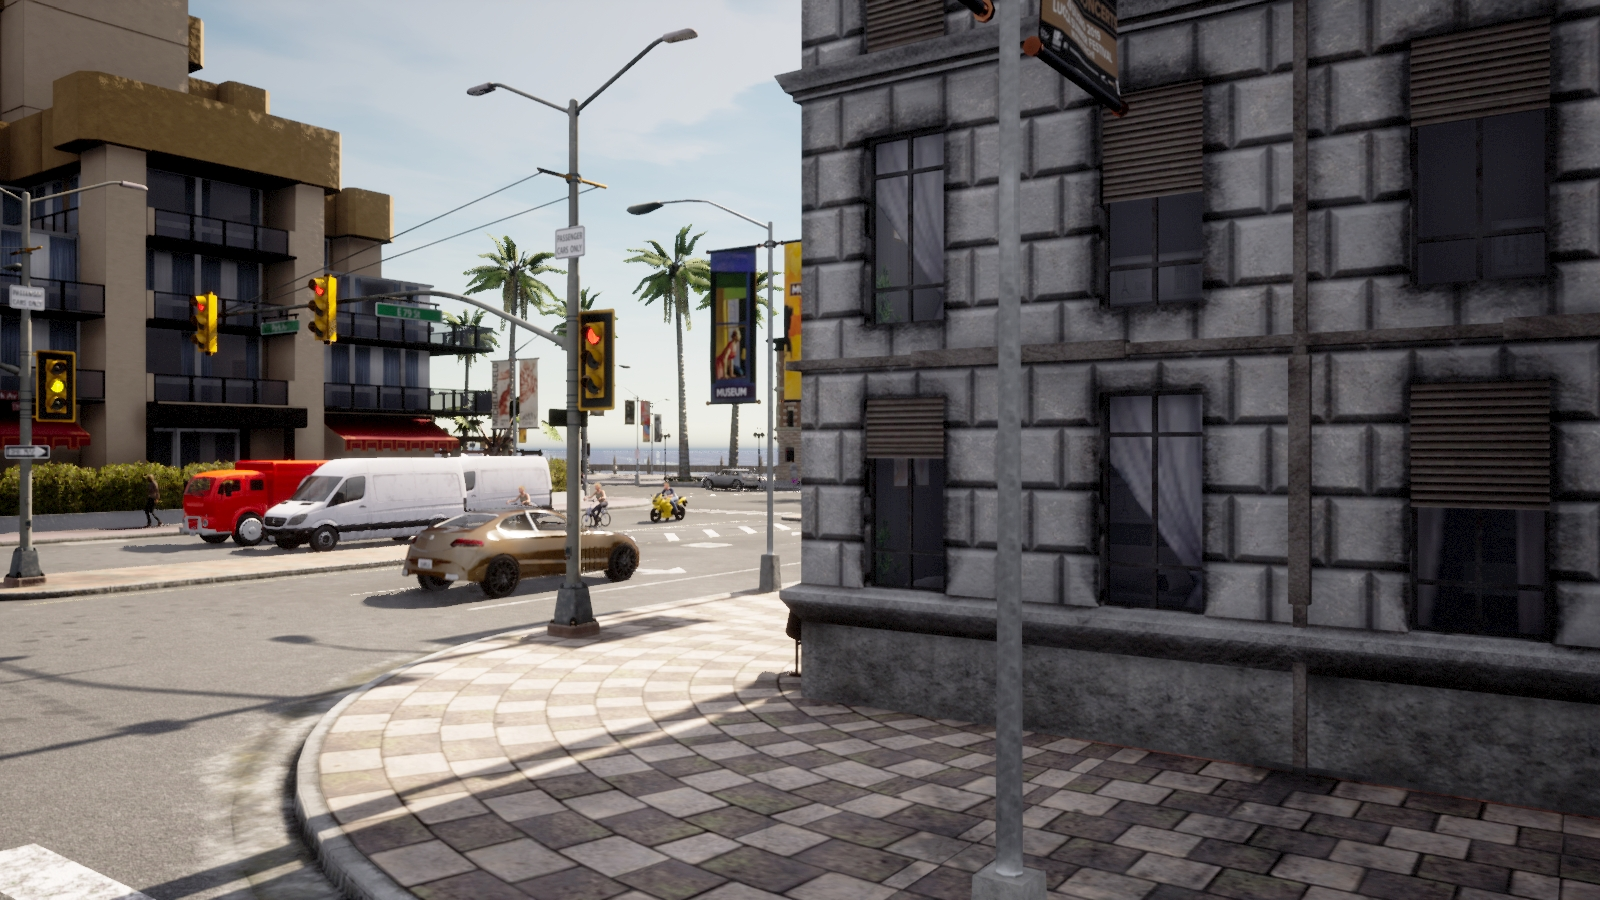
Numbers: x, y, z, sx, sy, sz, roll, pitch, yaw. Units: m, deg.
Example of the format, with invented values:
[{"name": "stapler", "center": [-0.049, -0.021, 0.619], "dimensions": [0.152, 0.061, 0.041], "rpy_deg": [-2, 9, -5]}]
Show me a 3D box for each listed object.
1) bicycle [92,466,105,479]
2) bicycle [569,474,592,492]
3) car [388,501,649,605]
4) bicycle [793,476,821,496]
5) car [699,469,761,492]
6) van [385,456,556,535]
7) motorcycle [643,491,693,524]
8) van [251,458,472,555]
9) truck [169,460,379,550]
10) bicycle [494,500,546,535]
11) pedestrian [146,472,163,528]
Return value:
[{"name": "bicycle", "center": [-66.876, 2.164, 108.948], "dimensions": [1.835, 1.171, 0.329], "rpy_deg": [0, 0, 36]}, {"name": "bicycle", "center": [-14.744, 2.188, 76.867], "dimensions": [1.835, 1.171, 0.329], "rpy_deg": [0, 0, 35]}, {"name": "car", "center": [-5.579, 1.983, 23.351], "dimensions": [2.152, 1.651, 5.027], "rpy_deg": [0, 0, 34]}, {"name": "bicycle", "center": [0.424, 2.194, 70.343], "dimensions": [1.835, 1.171, 0.329], "rpy_deg": [0, 0, 35]}, {"name": "car", "center": [-4.813, 2.045, 78.365], "dimensions": [3.806, 1.475, 1.970], "rpy_deg": [0, 0, 36]}, {"name": "van", "center": [-11.636, 1.521, 40.813], "dimensions": [1.988, 2.561, 5.915], "rpy_deg": [0, 0, 35]}, {"name": "motorcycle", "center": [-5.089, 2.201, 44.130], "dimensions": [0.803, 1.145, 2.033], "rpy_deg": [0, 0, 35]}, {"name": "van", "center": [-12.629, 1.522, 33.353], "dimensions": [1.988, 2.561, 5.915], "rpy_deg": [0, 0, 35]}, {"name": "truck", "center": [-15.891, 1.555, 34.807], "dimensions": [2.627, 2.467, 5.204], "rpy_deg": [0, 0, 35]}, {"name": "bicycle", "center": [-9.333, 2.244, 38.087], "dimensions": [0.859, 1.080, 1.487], "rpy_deg": [0, 0, 35]}, {"name": "pedestrian", "center": [-21.799, 1.680, 38.605], "dimensions": [0.375, 1.860, 0.375], "rpy_deg": [0, 0, 33]}]
